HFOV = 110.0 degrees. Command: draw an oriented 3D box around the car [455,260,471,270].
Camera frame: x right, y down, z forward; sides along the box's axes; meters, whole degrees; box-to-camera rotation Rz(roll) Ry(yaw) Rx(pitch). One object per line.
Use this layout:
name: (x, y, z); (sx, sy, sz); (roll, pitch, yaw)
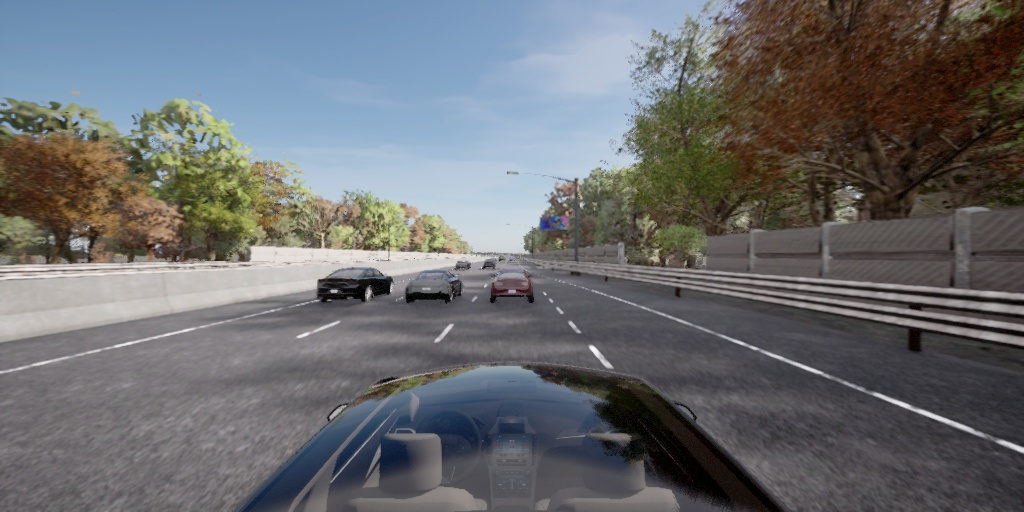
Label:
car: (-6.999, 1.270, 51.832); (2.128, 1.511, 4.902); (0, 0, 0)

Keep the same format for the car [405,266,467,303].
car: (-3.501, 1.322, 16.698); (1.994, 1.385, 4.181); (0, 0, 0)

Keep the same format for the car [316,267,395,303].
car: (-7.002, 1.236, 16.599); (1.882, 1.535, 5.008); (0, 0, 0)

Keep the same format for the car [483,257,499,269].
car: (-3.503, 1.287, 56.201); (1.837, 1.490, 4.892); (0, 0, 0)

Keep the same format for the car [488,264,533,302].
car: (-0.001, 1.284, 16.840); (1.812, 1.442, 4.674); (0, 0, 0)
